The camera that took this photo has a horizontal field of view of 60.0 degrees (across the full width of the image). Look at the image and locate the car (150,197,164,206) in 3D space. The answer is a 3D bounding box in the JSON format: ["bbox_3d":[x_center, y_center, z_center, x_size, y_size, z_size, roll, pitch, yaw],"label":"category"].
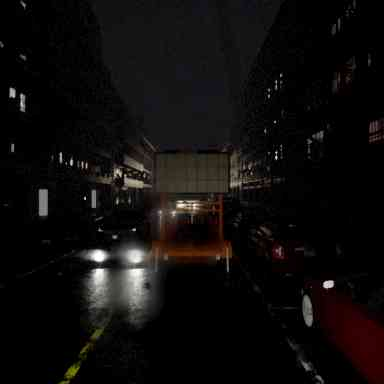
[{"bbox_3d":[-5.677,1.567,54.651,1.802,1.307,4.206,0,0,0],"label":"car"}]

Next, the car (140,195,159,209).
[{"bbox_3d":[-5.679,1.430,43.378,1.967,1.590,4.097,0,0,0],"label":"car"}]

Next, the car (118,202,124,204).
[{"bbox_3d":[-5.683,1.521,26.298,1.752,1.417,4.829,0,0,0],"label":"car"}]

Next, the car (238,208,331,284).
[{"bbox_3d":[2.694,1.440,9.554,1.967,1.590,4.097,0,0,0],"label":"car"}]

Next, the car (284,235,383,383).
[{"bbox_3d":[2.692,1.545,3.917,1.887,1.381,4.507,0,0,0],"label":"car"}]

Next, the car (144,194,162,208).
[{"bbox_3d":[-5.677,1.303,49.015,2.192,1.841,5.009,0,0,0],"label":"car"}]

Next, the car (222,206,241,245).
[{"bbox_3d":[2.695,1.549,15.189,2.008,1.369,4.403,0,0,0],"label":"car"}]

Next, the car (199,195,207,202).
[{"bbox_3d":[2.710,1.499,77.360,1.752,1.417,4.829,0,0,0],"label":"car"}]

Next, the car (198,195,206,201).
[{"bbox_3d":[2.713,1.512,88.463,1.887,1.381,4.507,0,0,0],"label":"car"}]

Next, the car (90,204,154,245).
[{"bbox_3d":[-3.083,1.524,15.593,1.812,1.442,4.674,0,0,0],"label":"car"}]

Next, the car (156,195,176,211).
[{"bbox_3d":[-2.990,1.496,41.543,1.837,1.490,4.892,0,0,0],"label":"car"}]

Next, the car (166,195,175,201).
[{"bbox_3d":[-5.668,1.512,88.469,1.887,1.381,4.507,0,0,0],"label":"car"}]

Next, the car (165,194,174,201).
[{"bbox_3d":[-5.669,1.411,82.832,1.967,1.590,4.097,0,0,0],"label":"car"}]

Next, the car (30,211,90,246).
[{"bbox_3d":[-5.686,1.565,15.194,1.947,1.339,4.313,0,0,0],"label":"car"}]

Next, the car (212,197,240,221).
[{"bbox_3d":[2.699,1.311,26.463,2.192,1.841,5.009,0,0,0],"label":"car"}]

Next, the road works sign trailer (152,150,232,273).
[{"bbox_3d":[0.002,0.464,10.687,2.380,3.560,2.880,0,0,0],"label":"road works sign trailer"}]
